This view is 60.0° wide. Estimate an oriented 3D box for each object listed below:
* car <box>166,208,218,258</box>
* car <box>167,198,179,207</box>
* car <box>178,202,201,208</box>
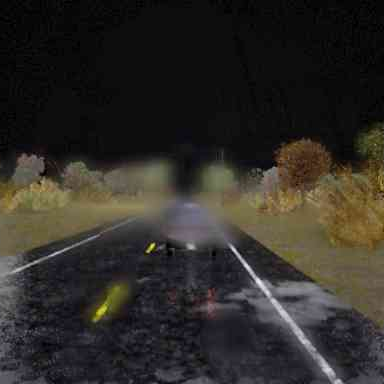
[{"bbox_3d":[0.003,1.635,13.488,2.128,1.511,4.902,0,0,0],"label":"car"},{"bbox_3d":[-3.606,2.054,64.636,2.097,1.767,4.553,0,-1,0],"label":"car"},{"bbox_3d":[-0.005,1.786,29.246,1.882,1.535,5.008,0,0,0],"label":"car"}]
